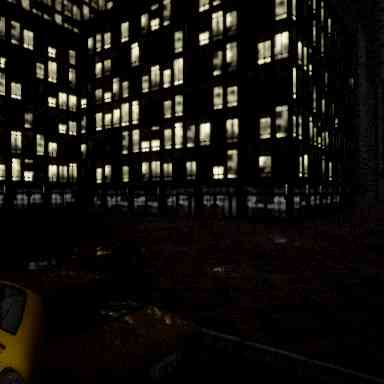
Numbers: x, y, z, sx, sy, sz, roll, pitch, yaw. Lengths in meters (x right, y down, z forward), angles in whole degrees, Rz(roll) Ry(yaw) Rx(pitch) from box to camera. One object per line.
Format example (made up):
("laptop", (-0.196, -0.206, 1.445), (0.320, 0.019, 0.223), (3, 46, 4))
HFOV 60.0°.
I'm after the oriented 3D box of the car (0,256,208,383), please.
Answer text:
("car", (-2.109, 1.534, 4.351), (4.829, 1.417, 1.752), (0, 0, 35))
